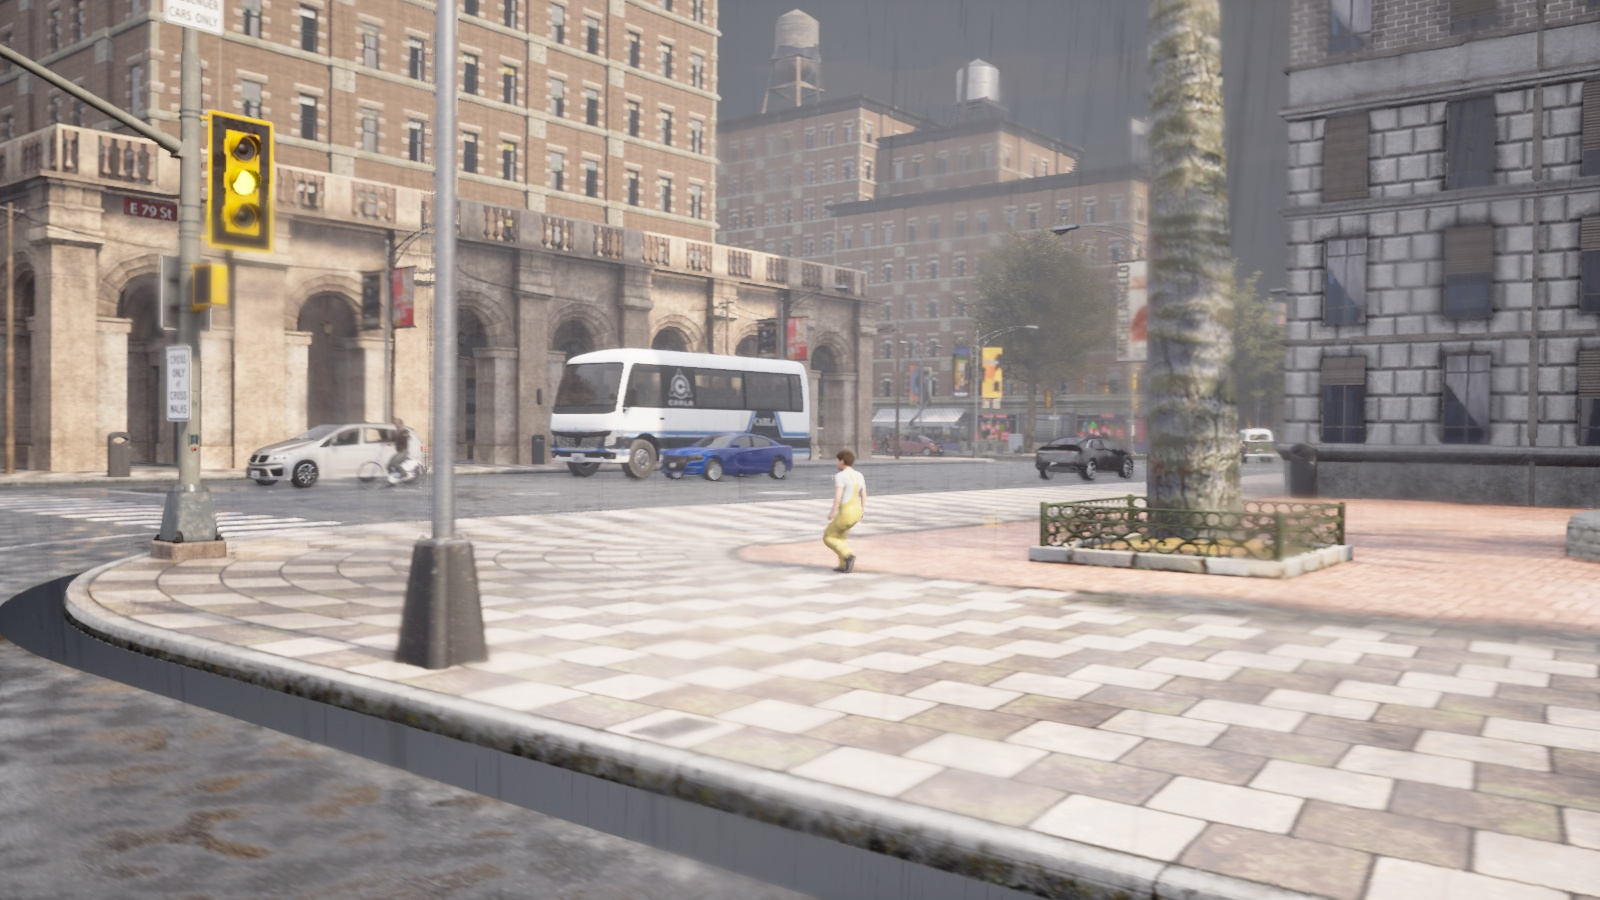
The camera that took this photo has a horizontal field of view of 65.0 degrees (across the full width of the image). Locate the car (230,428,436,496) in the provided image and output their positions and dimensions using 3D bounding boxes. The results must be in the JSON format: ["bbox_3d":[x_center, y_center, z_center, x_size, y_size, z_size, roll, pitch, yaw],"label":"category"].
[{"bbox_3d":[-12.304,0.254,33.352,2.242,1.667,4.611,0,1,39],"label":"car"}]

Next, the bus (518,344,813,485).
[{"bbox_3d":[-4.309,-1.159,43.205,3.944,4.253,10.273,0,1,39],"label":"bus"}]

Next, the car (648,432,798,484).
[{"bbox_3d":[-2.372,0.219,40.043,1.882,1.535,5.008,0,1,39],"label":"car"}]

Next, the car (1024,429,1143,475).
[{"bbox_3d":[10.036,0.041,44.235,2.128,1.511,4.902,0,1,39],"label":"car"}]

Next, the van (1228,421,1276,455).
[{"bbox_3d":[27.931,-0.769,77.783,2.069,2.038,4.480,0,1,10],"label":"van"}]

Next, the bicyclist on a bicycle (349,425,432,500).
[{"bbox_3d":[-9.984,0.295,30.659,0.659,1.776,1.843,0,1,39],"label":"bicyclist on a bicycle"}]

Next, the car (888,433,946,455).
[{"bbox_3d":[8.226,-0.449,88.445,3.633,1.501,1.845,0,1,39],"label":"car"}]

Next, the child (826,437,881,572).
[{"bbox_3d":[0.510,0.512,11.992,0.437,1.263,0.270,0,1,38],"label":"child"}]
